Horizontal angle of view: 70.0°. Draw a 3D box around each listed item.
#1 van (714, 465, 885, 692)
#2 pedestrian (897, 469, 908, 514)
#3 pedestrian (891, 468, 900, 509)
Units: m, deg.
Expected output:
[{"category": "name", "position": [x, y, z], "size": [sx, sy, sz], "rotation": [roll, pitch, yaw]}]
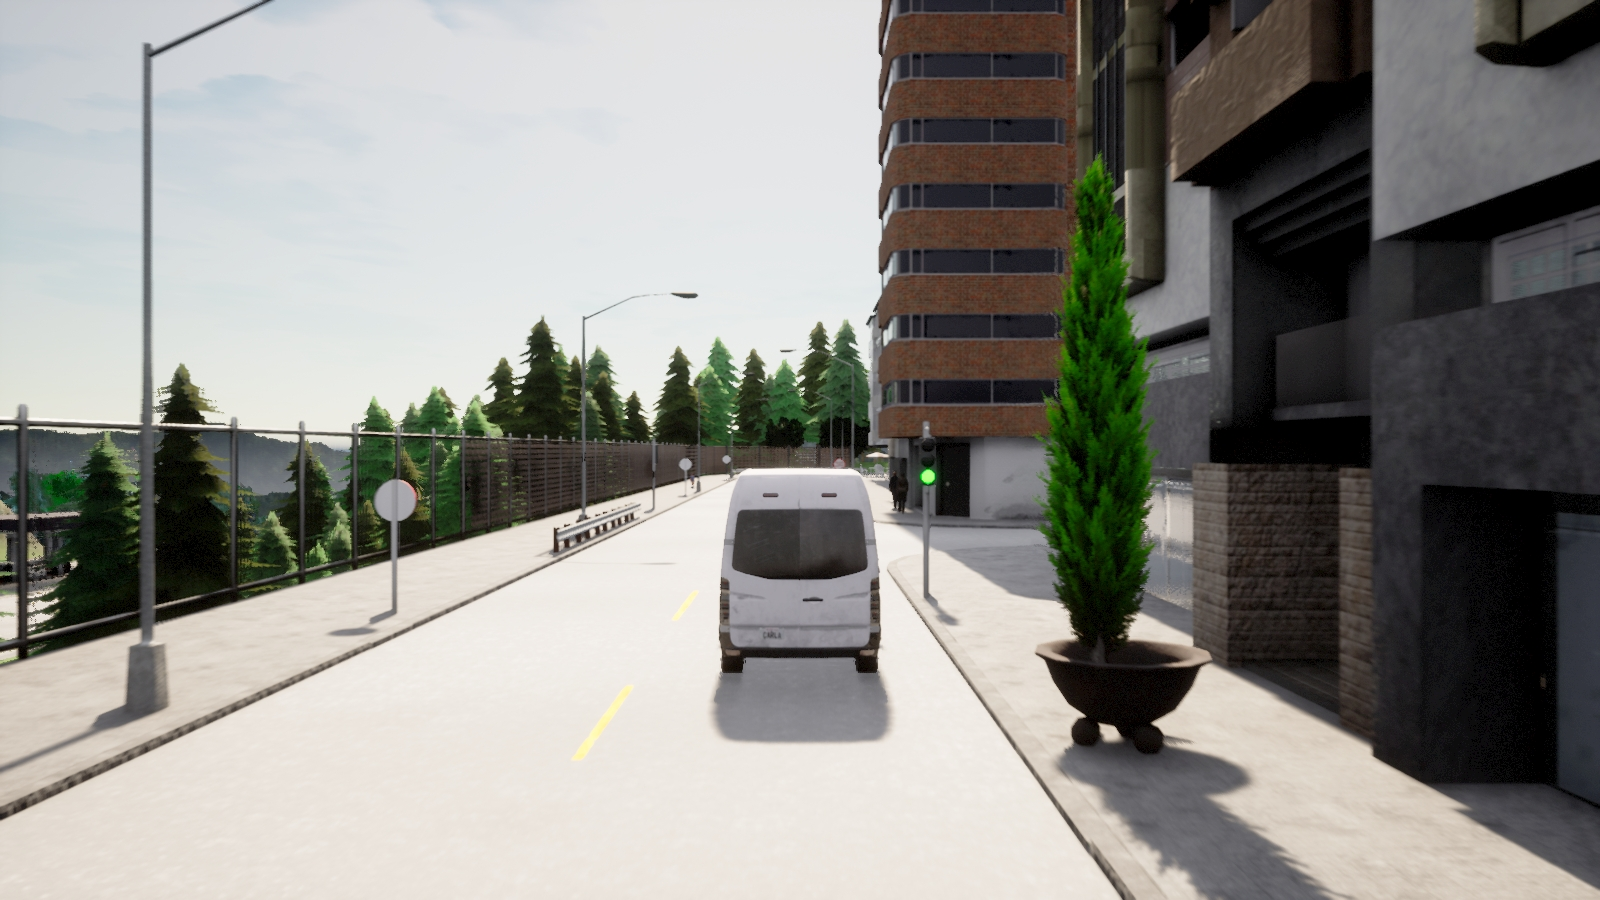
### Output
[{"category": "van", "position": [-0.007, 1.534, 16.245], "size": [1.988, 2.561, 5.915], "rotation": [0, 0, 0]}, {"category": "pedestrian", "position": [4.263, 1.736, 47.522], "size": [0.375, 1.860, 0.375], "rotation": [0, 0, -3]}, {"category": "pedestrian", "position": [4.292, 1.737, 51.602], "size": [0.375, 1.860, 0.375], "rotation": [0, 0, 0]}]
